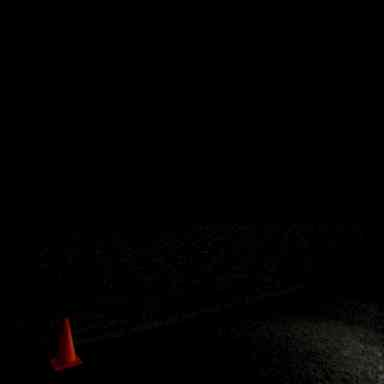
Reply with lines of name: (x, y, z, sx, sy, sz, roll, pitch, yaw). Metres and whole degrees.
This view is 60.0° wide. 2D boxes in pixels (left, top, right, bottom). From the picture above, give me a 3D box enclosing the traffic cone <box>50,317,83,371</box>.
traffic cone: (-1.664, 1.961, 4.397, 0.340, 0.580, 0.340, 0, 0, -35)
